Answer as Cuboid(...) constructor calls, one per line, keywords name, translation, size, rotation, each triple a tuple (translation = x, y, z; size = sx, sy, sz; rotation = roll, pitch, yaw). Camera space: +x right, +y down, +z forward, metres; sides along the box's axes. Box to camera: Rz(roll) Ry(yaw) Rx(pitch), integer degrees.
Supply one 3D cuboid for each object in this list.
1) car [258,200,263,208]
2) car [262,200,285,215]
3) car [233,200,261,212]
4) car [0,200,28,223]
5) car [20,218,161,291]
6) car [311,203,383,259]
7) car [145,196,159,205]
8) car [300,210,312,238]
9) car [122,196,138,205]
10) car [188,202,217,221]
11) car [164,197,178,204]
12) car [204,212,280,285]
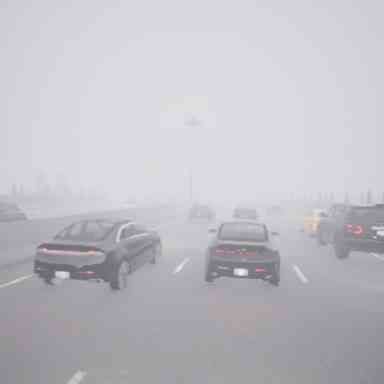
Cuboid(name="car", translation=(10.939, 2.021, 53.523), size=(1.994, 1.385, 4.181), rotation=(2, 0, -1))
Cuboid(name="car", translation=(9.888, 1.918, 40.089), size=(1.812, 1.442, 4.674), rotation=(2, 0, 7))
Cuboid(name="car", translation=(4.477, 1.681, 27.862), size=(1.882, 1.535, 5.008), rotation=(2, 0, 9))
Cuboid(name="car", translation=(-8.759, 1.136, 13.339), size=(2.097, 1.767, 4.553), rotation=(2, 0, 9))
Cuboid(name="car", translation=(-2.184, 1.454, 9.014), size=(2.128, 1.511, 4.902), rotation=(2, 0, 9))
Cuboid(name="car", translation=(6.615, 1.452, 13.467), size=(2.150, 2.045, 5.566), rotation=(2, 0, 9))
Cuboid(name="car", translation=(-6.727, 1.445, 56.037), size=(2.128, 1.511, 4.902), rotation=(2, 0, 0))
Cuboid(name="car", translation=(7.581, 1.750, 19.356), size=(1.882, 1.535, 5.008), rotation=(2, 0, 9))
Cuboid(name="car", translation=(-10.235, 1.415, 55.416), size=(1.994, 1.385, 4.181), rotation=(2, 0, 0))
Cuboid(name="car", translation=(0.931, 1.593, 27.863), size=(2.128, 1.511, 4.902), rotation=(2, 0, 9))
Cuboid(name="car", translation=(-3.282, 1.551, 53.355), size=(1.837, 1.490, 4.892), rotation=(2, 0, 1))
Cuboid(name="car", translation=(1.503, 1.576, 9.859), size=(1.837, 1.490, 4.892), rotation=(2, 0, 9))
